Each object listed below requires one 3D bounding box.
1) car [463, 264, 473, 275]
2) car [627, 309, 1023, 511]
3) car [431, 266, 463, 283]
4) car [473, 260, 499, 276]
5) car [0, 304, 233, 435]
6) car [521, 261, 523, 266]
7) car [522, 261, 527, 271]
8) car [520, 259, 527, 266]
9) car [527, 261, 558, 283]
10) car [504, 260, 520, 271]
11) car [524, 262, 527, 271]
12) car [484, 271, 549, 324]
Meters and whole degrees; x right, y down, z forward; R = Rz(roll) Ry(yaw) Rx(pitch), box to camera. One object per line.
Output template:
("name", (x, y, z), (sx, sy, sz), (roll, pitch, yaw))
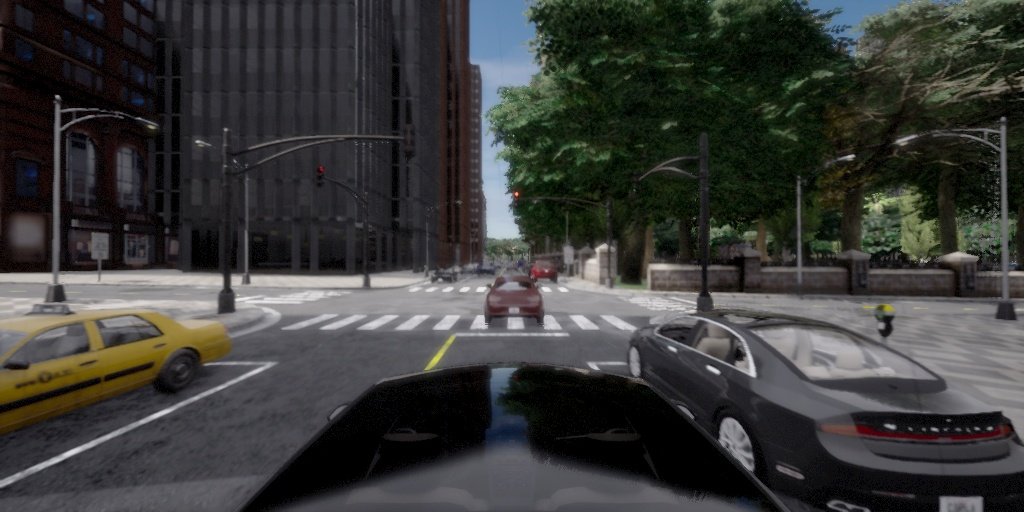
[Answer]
("car", (-5.755, 1.718, 47.409), (2.007, 1.370, 4.403), (0, 0, 0))
("car", (2.763, 1.324, 4.384), (2.007, 1.370, 4.403), (0, 0, 0))
("car", (-5.758, 1.576, 31.040), (1.948, 1.339, 4.313), (0, 0, 0))
("car", (-3.084, 1.481, 43.375), (2.097, 1.767, 4.553), (0, -1, 0))
("car", (-5.763, 1.298, 4.206), (1.751, 1.417, 4.829), (0, 0, 0))
("car", (2.771, 1.771, 52.872), (2.007, 1.370, 4.403), (0, 0, 0))
("car", (2.770, 1.718, 47.415), (2.007, 1.370, 4.403), (0, 0, 0))
("car", (2.772, 1.713, 58.328), (1.967, 1.591, 4.097), (0, 0, 0))
("car", (2.767, 1.325, 31.047), (2.192, 1.841, 5.009), (0, 0, 0))
("car", (0.064, 1.851, 61.599), (2.033, 1.411, 5.357), (0, -1, 1))
("car", (2.769, 1.681, 41.959), (1.948, 1.339, 4.313), (0, 0, 0))
("car", (0.073, 1.385, 12.314), (1.812, 1.442, 4.674), (0, -1, 0))
